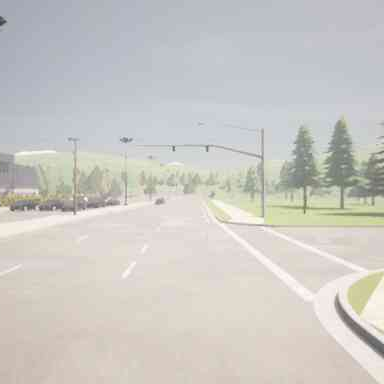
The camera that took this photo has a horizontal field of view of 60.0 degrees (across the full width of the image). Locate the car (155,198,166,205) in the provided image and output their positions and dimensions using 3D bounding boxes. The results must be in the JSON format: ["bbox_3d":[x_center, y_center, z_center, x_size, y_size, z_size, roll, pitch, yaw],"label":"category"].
[{"bbox_3d":[-6.603,1.953,70.204,2.033,1.411,5.357,0,0,1],"label":"car"}]

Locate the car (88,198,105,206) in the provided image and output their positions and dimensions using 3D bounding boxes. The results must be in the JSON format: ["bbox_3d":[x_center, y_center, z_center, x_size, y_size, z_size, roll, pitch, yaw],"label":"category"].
[{"bbox_3d":[-18.333,1.934,63.957,1.994,1.385,4.181,0,0,1],"label":"car"}]

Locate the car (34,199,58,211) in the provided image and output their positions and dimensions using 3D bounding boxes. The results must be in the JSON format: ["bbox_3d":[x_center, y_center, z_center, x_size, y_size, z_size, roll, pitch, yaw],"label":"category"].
[{"bbox_3d":[-18.770,1.764,44.720,1.837,1.490,4.892,0,0,2],"label":"car"}]

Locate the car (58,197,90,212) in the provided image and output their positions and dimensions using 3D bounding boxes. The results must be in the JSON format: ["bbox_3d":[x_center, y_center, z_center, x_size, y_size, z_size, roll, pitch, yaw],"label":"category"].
[{"bbox_3d":[-15.308,1.778,43.464,1.812,1.442,4.674,0,0,2],"label":"car"}]

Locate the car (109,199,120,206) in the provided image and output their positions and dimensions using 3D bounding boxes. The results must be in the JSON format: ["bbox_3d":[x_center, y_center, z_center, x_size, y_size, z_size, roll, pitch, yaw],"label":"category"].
[{"bbox_3d":[-14.860,1.926,62.632,1.994,1.385,4.181,0,0,1],"label":"car"}]

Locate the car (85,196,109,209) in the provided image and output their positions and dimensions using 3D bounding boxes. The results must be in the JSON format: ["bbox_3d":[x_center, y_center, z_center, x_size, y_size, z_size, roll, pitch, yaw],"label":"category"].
[{"bbox_3d":[-15.068,1.782,52.545,1.882,1.535,5.008,0,0,1],"label":"car"}]

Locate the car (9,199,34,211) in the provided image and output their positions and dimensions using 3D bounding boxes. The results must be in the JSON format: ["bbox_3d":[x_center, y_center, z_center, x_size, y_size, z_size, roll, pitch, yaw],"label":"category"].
[{"bbox_3d":[-22.274,1.762,44.278,1.837,1.490,4.892,0,0,2],"label":"car"}]

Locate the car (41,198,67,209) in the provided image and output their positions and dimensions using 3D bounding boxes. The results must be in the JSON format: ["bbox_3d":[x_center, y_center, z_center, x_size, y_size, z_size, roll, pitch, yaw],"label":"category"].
[{"bbox_3d":[-22.051,1.801,53.408,2.128,1.511,4.902,0,0,1],"label":"car"}]
